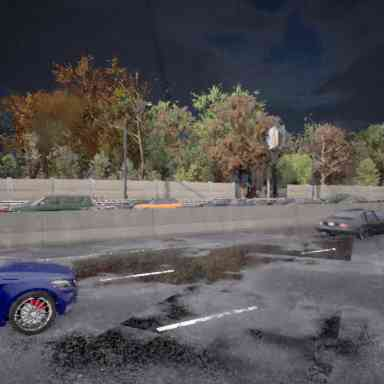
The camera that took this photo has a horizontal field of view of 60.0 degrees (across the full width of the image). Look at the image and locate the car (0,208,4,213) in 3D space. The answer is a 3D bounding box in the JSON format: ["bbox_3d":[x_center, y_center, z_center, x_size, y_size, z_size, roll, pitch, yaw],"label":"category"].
[{"bbox_3d":[-13.629,1.478,28.301,5.008,1.535,1.882,0,0,-30],"label":"car"}]

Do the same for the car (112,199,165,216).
[{"bbox_3d":[-5.260,1.505,33.200,4.892,1.490,1.837,0,0,-30],"label":"car"}]

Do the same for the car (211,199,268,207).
[{"bbox_3d":[5.035,1.548,35.180,5.357,1.411,2.033,0,0,-31],"label":"car"}]

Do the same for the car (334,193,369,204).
[{"bbox_3d":[21.952,1.358,45.090,4.553,1.767,2.097,0,0,-30],"label":"car"}]

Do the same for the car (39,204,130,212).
[{"bbox_3d":[-6.504,1.601,20.309,4.718,1.301,1.895,0,0,-30],"label":"car"}]

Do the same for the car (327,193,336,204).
[{"bbox_3d":[20.974,1.228,48.570,5.566,2.045,2.150,0,0,-30],"label":"car"}]

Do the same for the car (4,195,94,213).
[{"bbox_3d":[-9.425,1.222,22.647,5.566,2.045,2.150,0,0,-30],"label":"car"}]

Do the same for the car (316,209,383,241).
[{"bbox_3d":[8.642,1.547,16.776,5.357,1.411,2.033,0,0,-30],"label":"car"}]

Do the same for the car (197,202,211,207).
[{"bbox_3d":[3.174,1.548,38.152,5.357,1.411,2.033,0,0,-30],"label":"car"}]

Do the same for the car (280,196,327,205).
[{"bbox_3d":[13.436,1.493,40.101,4.902,1.511,2.128,0,0,-30],"label":"car"}]

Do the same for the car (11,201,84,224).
[{"bbox_3d":[-11.135,1.492,25.704,4.902,1.511,2.128,0,0,-30],"label":"car"}]

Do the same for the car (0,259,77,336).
[{"bbox_3d":[-4.251,1.526,5.167,4.674,1.442,1.812,0,0,-30],"label":"car"}]

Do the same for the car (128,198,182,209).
[{"bbox_3d":[-3.153,1.352,30.380,4.553,1.767,2.097,0,0,-30],"label":"car"}]

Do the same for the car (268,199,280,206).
[{"bbox_3d":[12.052,1.549,43.345,5.357,1.411,2.033,0,0,-30],"label":"car"}]
